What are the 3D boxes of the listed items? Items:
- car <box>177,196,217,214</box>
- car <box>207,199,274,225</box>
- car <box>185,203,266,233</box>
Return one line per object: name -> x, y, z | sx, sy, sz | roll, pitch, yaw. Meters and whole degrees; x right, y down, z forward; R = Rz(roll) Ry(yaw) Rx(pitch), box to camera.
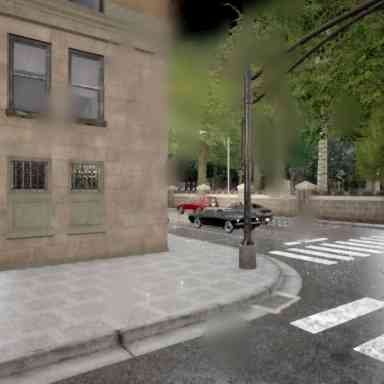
car -> 0.571, 1.285, 31.798 | 2.192, 1.841, 5.009 | 0, 0, -35
car -> 3.429, 1.488, 23.144 | 1.837, 1.490, 4.892 | 0, 0, -35
car -> 1.816, 1.586, 19.855 | 1.895, 1.301, 4.718 | 0, 0, -35
